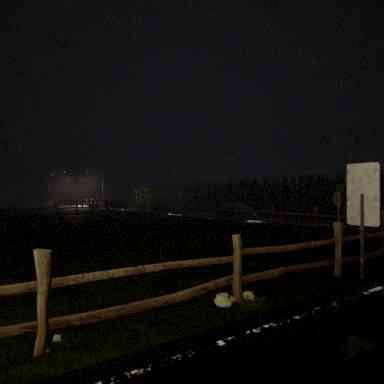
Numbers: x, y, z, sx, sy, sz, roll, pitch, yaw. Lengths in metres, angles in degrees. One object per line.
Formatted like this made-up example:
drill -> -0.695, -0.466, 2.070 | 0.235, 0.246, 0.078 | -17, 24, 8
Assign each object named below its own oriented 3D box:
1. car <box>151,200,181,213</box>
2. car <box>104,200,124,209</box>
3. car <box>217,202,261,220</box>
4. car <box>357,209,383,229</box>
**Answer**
car -> -3.302, 1.786, 40.953 | 1.837, 1.490, 4.892 | 0, -1, -35
car -> -12.637, 1.975, 54.222 | 2.033, 1.411, 5.357 | 0, 0, -35
car -> 4.153, 1.698, 30.467 | 1.812, 1.442, 4.674 | 0, 0, -35
car -> 11.992, 1.666, 19.457 | 1.895, 1.301, 4.718 | 0, 0, -35
